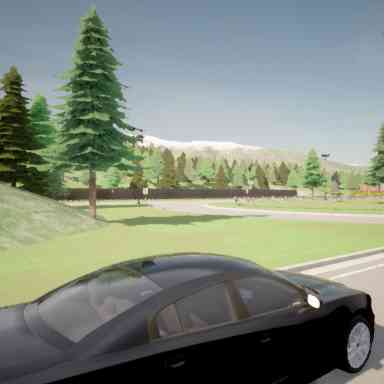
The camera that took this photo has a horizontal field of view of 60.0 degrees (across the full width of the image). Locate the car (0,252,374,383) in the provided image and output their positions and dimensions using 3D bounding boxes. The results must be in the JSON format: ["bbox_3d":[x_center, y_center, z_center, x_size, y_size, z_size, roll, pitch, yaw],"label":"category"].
[{"bbox_3d":[0.214,1.478,3.907,5.008,1.535,1.882,1,0,-36],"label":"car"}]
